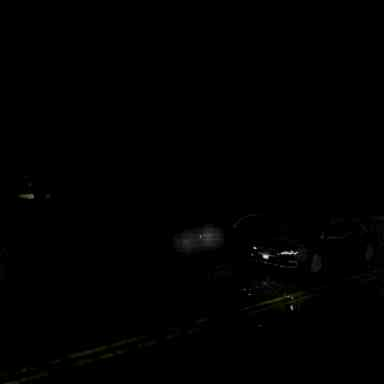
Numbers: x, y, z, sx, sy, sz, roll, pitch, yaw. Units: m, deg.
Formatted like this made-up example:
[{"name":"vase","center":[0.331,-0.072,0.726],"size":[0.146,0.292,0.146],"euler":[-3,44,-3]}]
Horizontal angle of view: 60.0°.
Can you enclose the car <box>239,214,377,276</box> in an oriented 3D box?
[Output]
[{"name":"car","center":[3.997,1.532,10.527],"size":[4.892,1.490,1.837],"euler":[0,0,-35]}]

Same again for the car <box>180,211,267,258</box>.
[{"name":"car","center":[1.819,1.517,12.964],"size":[4.902,1.511,2.128],"euler":[0,0,-35]}]
